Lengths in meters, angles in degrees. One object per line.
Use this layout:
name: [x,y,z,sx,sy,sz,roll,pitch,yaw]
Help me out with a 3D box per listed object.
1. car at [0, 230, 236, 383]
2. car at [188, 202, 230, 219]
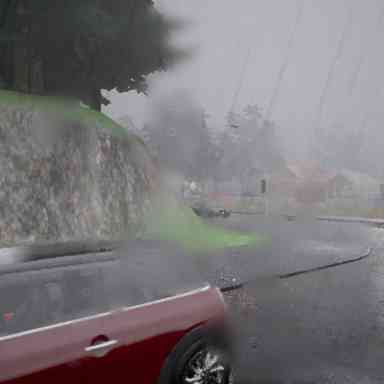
car: [-1.774,1.352,3.295,4.553,1.767,2.097,0,0,-35]
car: [1.422,1.564,29.400,1.994,1.385,4.181,0,0,-35]
